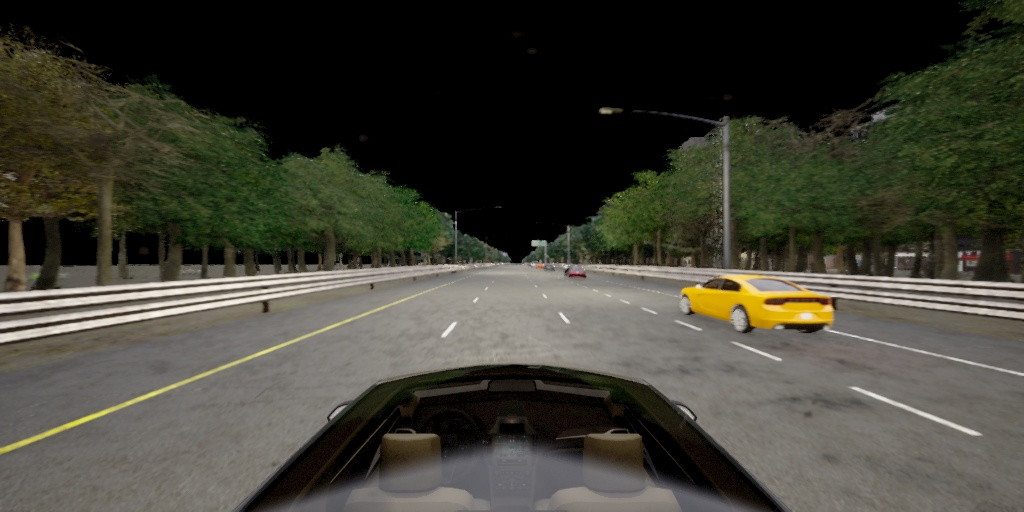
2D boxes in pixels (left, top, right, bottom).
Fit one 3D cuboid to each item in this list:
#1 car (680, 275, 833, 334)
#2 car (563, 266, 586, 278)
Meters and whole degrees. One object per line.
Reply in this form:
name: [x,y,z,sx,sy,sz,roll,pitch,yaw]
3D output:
car: [6.997,1.302,10.999,1.882,1.535,5.008,0,-1,0]
car: [7.057,1.764,40.635,1.994,1.385,4.181,0,-1,0]
